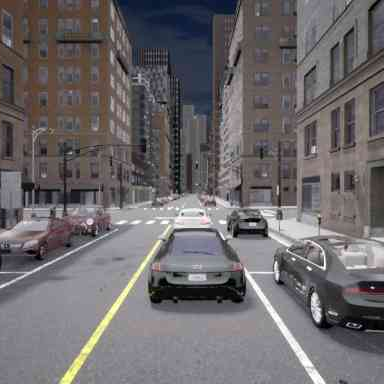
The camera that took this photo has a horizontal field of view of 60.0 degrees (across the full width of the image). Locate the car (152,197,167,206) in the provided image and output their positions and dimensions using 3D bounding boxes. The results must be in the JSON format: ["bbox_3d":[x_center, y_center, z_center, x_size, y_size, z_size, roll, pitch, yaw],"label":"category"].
[{"bbox_3d":[-5.575,1.617,54.870,1.802,1.307,4.206,0,0,0],"label":"car"}]

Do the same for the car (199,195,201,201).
[{"bbox_3d":[2.981,1.606,65.665,2.008,1.369,4.403,0,0,0],"label":"car"}]

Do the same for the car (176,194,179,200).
[{"bbox_3d":[-5.466,1.455,92.730,2.192,1.841,5.009,0,0,0],"label":"car"}]

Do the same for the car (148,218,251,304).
[{"bbox_3d":[0.091,1.564,8.221,1.994,1.385,4.181,0,0,0],"label":"car"}]

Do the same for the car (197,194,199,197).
[{"bbox_3d":[3.043,1.559,87.301,1.967,1.590,4.097,0,0,0],"label":"car"}]

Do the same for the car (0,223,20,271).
[{"bbox_3d":[-5.663,1.566,6.764,1.947,1.339,4.313,0,0,0],"label":"car"}]

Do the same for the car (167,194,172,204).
[{"bbox_3d":[-5.543,1.606,65.687,2.008,1.369,4.403,0,0,0],"label":"car"}]

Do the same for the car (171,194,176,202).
[{"bbox_3d":[-5.497,1.625,81.742,1.752,1.417,4.829,0,0,0],"label":"car"}]

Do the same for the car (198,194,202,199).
[{"bbox_3d":[3.012,1.523,76.483,1.967,1.590,4.097,0,0,0],"label":"car"}]

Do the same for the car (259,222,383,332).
[{"bbox_3d":[2.862,1.550,6.755,2.008,1.369,4.403,0,0,0],"label":"car"}]

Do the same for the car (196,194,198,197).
[{"bbox_3d":[3.058,1.455,92.711,2.192,1.841,5.009,0,0,0],"label":"car"}]

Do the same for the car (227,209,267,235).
[{"bbox_3d":[2.875,1.566,17.757,1.947,1.339,4.313,0,0,0],"label":"car"}]

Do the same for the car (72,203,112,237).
[{"bbox_3d":[-5.651,1.440,17.767,1.967,1.590,4.097,0,0,0],"label":"car"}]

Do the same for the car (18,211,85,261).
[{"bbox_3d":[-5.657,1.582,12.266,1.802,1.307,4.206,0,0,0],"label":"car"}]

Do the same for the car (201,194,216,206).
[{"bbox_3d":[2.949,1.475,54.848,1.967,1.590,4.097,0,0,0],"label":"car"}]

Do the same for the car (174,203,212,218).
[{"bbox_3d":[0.053,1.526,16.980,1.812,1.442,4.674,0,0,1],"label":"car"}]
